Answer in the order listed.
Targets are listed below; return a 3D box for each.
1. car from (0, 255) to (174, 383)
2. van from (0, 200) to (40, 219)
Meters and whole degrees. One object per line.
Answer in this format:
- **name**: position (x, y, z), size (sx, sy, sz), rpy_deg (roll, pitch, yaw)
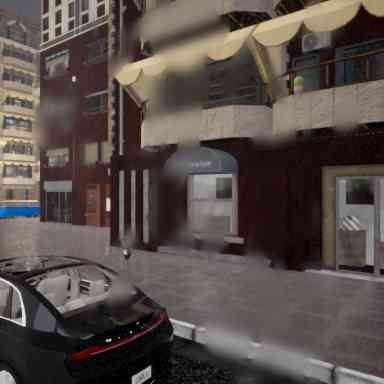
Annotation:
- **car**: position (-2.263, 1.551, 4.483), size (4.403, 1.369, 2.008), rpy_deg (0, 0, 35)
- **van**: position (-16.559, 1.708, 32.133), size (1.690, 1.788, 3.998), rpy_deg (-1, -2, 35)
